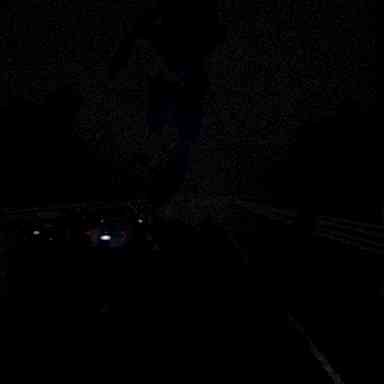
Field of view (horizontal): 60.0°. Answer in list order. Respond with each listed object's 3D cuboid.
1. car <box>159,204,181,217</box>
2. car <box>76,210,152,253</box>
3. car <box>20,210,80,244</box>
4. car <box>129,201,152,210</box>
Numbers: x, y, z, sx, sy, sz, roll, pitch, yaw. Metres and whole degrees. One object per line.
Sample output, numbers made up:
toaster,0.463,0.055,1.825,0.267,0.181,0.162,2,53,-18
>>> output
car,-2.259,1.895,35.668,1.895,1.301,4.718,0,0,3
car,-3.166,1.686,14.384,1.994,1.385,4.181,0,0,1
car,-6.604,1.617,16.745,1.882,1.535,5.008,0,0,2
car,-5.676,1.795,37.024,2.128,1.511,4.902,0,0,3
